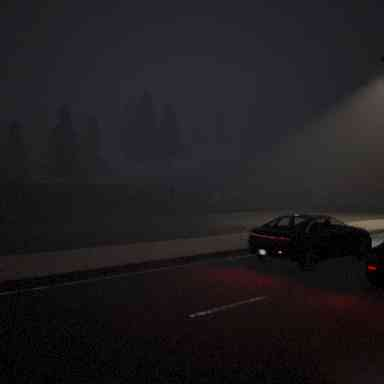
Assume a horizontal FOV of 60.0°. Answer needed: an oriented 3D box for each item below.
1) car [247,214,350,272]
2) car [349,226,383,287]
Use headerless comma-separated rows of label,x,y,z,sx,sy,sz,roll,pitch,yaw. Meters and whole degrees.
car,3.971,1.491,10.877,4.902,1.511,2.128,0,0,-36
car,5.977,1.526,8.010,4.674,1.442,1.812,0,0,-35
